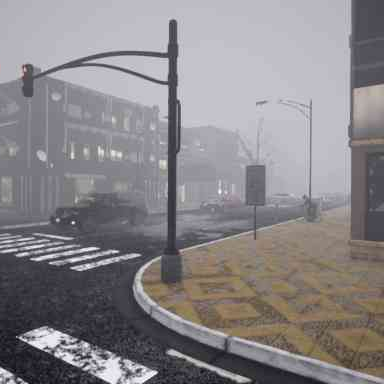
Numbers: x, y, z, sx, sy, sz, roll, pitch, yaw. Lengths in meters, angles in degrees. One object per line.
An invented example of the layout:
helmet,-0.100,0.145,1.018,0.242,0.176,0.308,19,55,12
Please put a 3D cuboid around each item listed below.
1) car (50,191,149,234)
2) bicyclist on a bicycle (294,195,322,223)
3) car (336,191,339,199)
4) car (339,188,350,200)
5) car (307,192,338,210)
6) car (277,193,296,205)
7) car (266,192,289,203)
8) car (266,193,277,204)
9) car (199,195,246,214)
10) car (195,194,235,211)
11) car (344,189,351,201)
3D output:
car,-4.830,0.976,18.270,2.150,2.045,5.566,1,1,37
bicyclist on a bicycle,6.797,1.003,19.582,1.656,1.620,0.582,0,1,35
car,18.555,0.788,46.299,1.895,1.301,4.718,1,1,35
car,24.237,0.572,54.535,2.033,1.411,5.357,1,1,36
car,12.673,0.993,33.051,2.008,1.369,4.403,2,2,35
car,11.737,0.807,42.006,1.812,1.442,4.674,1,1,35
car,12.126,0.767,47.226,1.802,1.307,4.206,2,2,35
car,8.886,0.821,42.604,1.887,1.381,4.507,2,2,35
car,2.958,1.132,29.393,1.895,1.301,4.718,1,1,35
car,2.411,1.011,33.359,2.008,1.369,4.403,2,2,35
car,25.436,0.619,51.669,1.887,1.381,4.507,2,2,35
